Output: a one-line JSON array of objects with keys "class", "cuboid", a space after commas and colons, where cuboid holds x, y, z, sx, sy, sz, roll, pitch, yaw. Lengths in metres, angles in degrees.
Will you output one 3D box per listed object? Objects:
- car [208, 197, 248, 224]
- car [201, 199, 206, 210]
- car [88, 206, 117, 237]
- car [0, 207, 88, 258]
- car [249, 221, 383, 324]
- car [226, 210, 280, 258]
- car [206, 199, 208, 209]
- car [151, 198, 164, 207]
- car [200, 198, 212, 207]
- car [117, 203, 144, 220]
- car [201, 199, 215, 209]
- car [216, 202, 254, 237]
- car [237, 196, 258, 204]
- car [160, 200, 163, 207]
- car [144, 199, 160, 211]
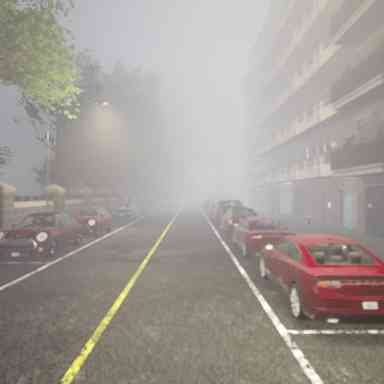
[{"class": "car", "cuboid": [2.581, 1.442, 24.112, 2.192, 1.841, 5.009, 0, 0, 0]}, {"class": "car", "cuboid": [2.475, 1.696, 46.632, 1.967, 1.590, 4.097, 0, 0, 0]}, {"class": "car", "cuboid": [-5.772, 1.549, 18.440, 1.967, 1.590, 4.097, 0, 0, 0]}, {"class": "car", "cuboid": [-5.745, 1.518, 12.812, 1.967, 1.590, 4.097, 0, 0, 0]}, {"class": "car", "cuboid": [2.663, 1.579, 7.221, 1.887, 1.381, 4.507, 0, 0, 0]}, {"class": "car", "cuboid": [2.636, 1.610, 12.852, 1.887, 1.381, 4.507, 0, 0, 0]}, {"class": "car", "cuboid": [2.555, 1.598, 29.742, 1.967, 1.590, 4.097, 0, 0, 0]}, {"class": "car", "cuboid": [-5.958, 1.864, 57.682, 1.752, 1.417, 4.829, 0, 0, 0]}, {"class": "car", "cuboid": [2.421, 1.853, 58.063, 1.752, 1.417, 4.829, 0, 0, 0]}, {"class": "car", "cuboid": [-5.824, 1.722, 29.701, 2.008, 1.369, 4.403, 0, 0, 0]}, {"class": "car", "cuboid": [2.449, 1.857, 52.262, 1.947, 1.339, 4.313, 0, 0, 0]}, {"class": "car", "cuboid": [2.609, 1.536, 18.481, 1.967, 1.590, 4.097, 0, 0, 0]}, {"class": "car", "cuboid": [14.220, 2.072, 84.941, 5.009, 1.841, 2.192, 1, -1, 0]}, {"class": "car", "cuboid": [-5.931, 1.855, 52.221, 2.008, 1.369, 4.403, 0, 0, 0]}, {"class": "car", "cuboid": [-5.904, 1.794, 46.421, 1.752, 1.417, 4.829, 0, 0, 0]}]
